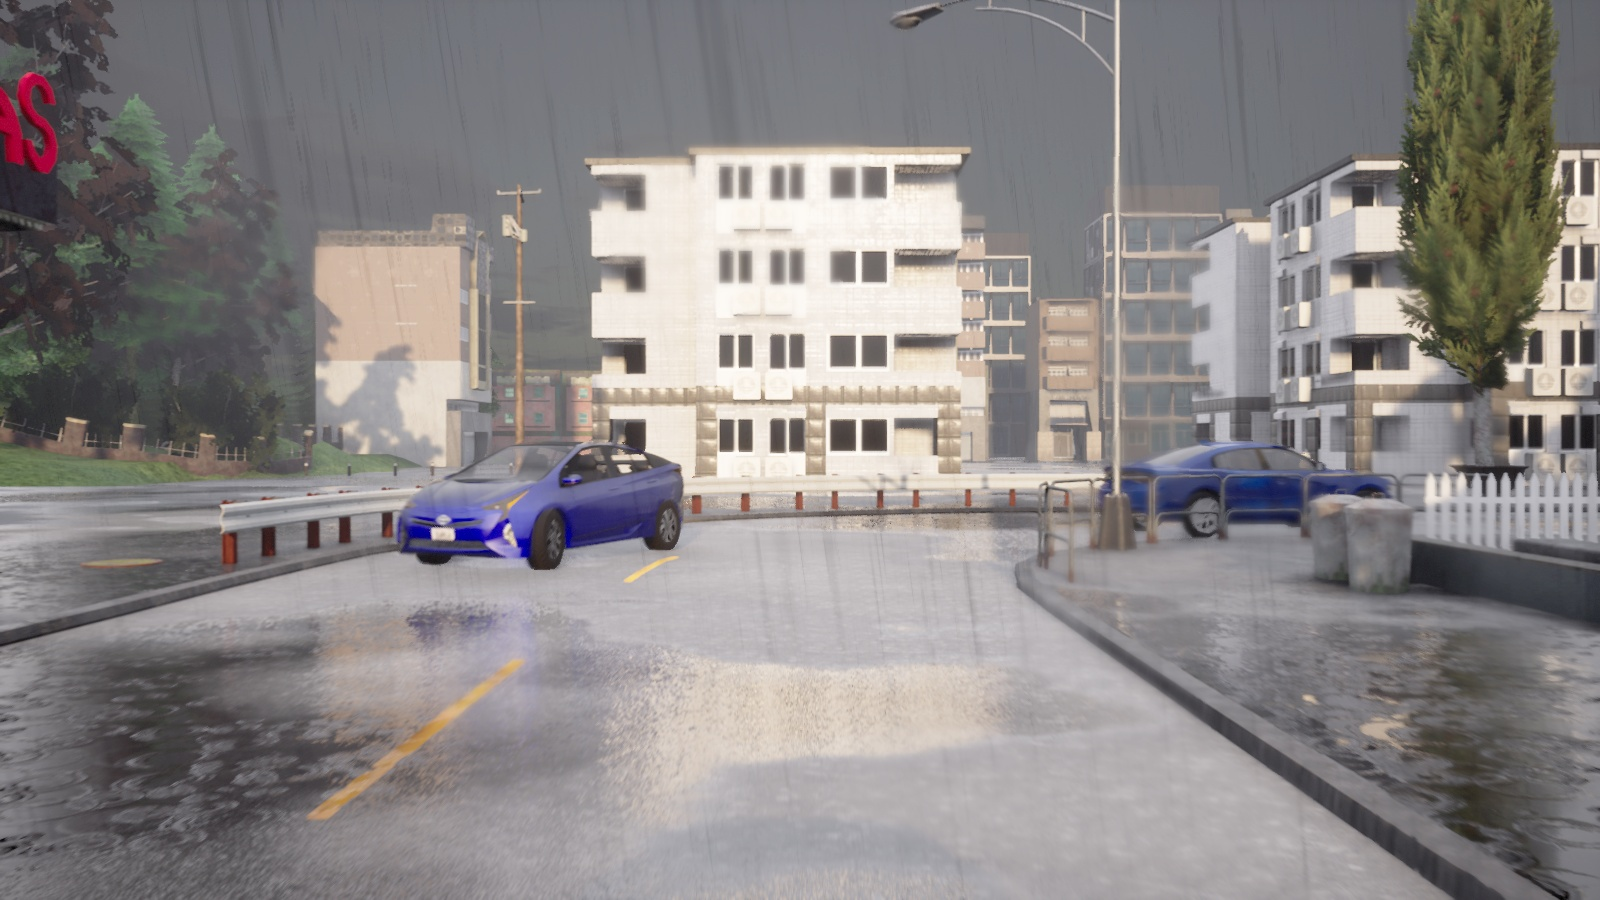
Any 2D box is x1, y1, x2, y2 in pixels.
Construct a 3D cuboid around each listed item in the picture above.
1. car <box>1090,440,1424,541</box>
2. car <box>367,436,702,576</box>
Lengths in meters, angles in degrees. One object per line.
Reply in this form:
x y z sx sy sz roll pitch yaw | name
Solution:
7.476 0.614 20.632 5.008 1.535 1.882 0 0 -16 | car
-3.201 0.601 16.218 2.007 1.525 4.514 0 0 23 | car
